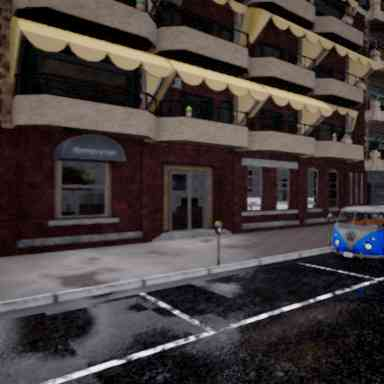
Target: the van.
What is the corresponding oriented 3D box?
[{"bbox_3d":[6.343,1.340,11.082,3.998,1.788,1.690,0,0,-36],"label":"van"}]
